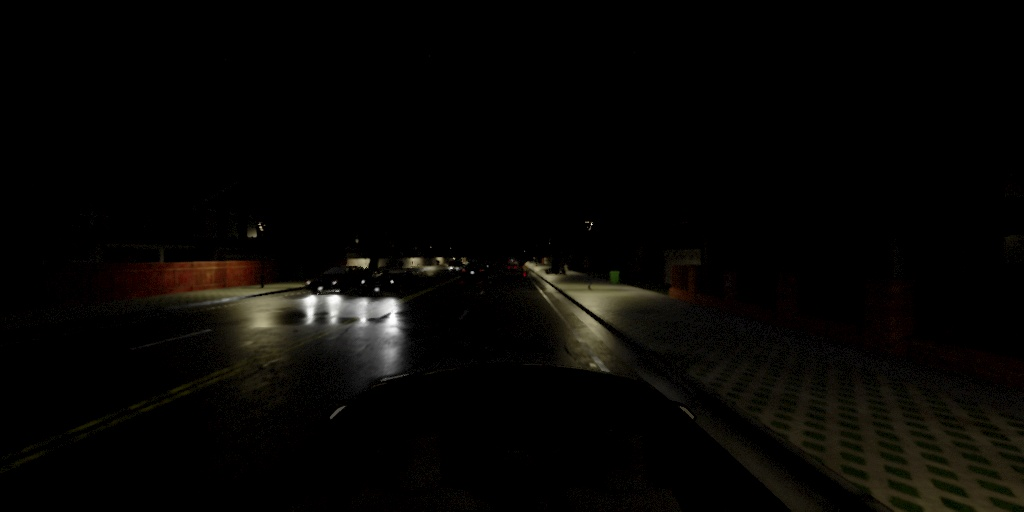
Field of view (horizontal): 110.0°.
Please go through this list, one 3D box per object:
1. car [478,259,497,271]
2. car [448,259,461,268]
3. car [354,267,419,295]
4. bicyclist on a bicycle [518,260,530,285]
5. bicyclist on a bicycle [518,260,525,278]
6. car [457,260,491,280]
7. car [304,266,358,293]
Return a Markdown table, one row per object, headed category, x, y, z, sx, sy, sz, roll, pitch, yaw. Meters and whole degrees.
| category | x | y | z | sx | sy | sz | roll | pitch | yaw |
| --- | --- | --- | --- | --- | --- | --- | --- | --- | --- |
| car | -3.155 | 1.289 | 48.558 | 1.994 | 1.385 | 4.181 | 0 | 0 | 0 |
| car | -9.774 | 1.265 | 62.445 | 2.033 | 1.411 | 5.357 | 0 | 0 | 1 |
| car | -6.602 | 1.340 | 19.760 | 1.895 | 1.301 | 4.718 | 0 | 0 | 0 |
| bicyclist on a bicycle | 0.873 | 1.173 | 25.213 | 0.866 | 1.612 | 1.509 | 0 | 0 | 0 |
| bicyclist on a bicycle | 0.889 | 1.186 | 33.185 | 0.582 | 1.620 | 1.656 | 0 | 0 | 0 |
| car | -3.153 | 1.298 | 30.605 | 1.994 | 1.385 | 4.181 | 0 | 0 | 0 |
| car | -9.852 | 1.286 | 21.080 | 2.033 | 1.411 | 5.357 | 0 | 0 | 0 |
